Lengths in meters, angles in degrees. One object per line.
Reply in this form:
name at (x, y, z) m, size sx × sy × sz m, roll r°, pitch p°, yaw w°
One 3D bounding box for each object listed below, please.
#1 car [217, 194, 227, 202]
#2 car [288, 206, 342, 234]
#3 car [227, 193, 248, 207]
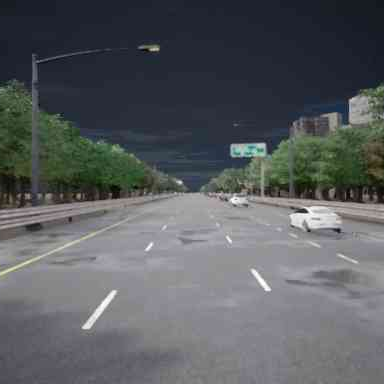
car at (7.265, 1.491, 77.584) m, size 1.812 × 1.442 × 4.674 m, roll 0°, pitch 0°, yaw 0°
car at (7.014, 1.539, 19.232) m, size 1.812 × 1.442 × 4.674 m, roll 0°, pitch 0°, yaw 0°
car at (7.123, 1.215, 50.508) m, size 2.150 × 2.045 × 5.566 m, roll 0°, pitch 0°, yaw 0°
